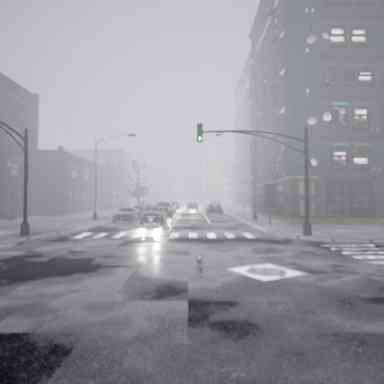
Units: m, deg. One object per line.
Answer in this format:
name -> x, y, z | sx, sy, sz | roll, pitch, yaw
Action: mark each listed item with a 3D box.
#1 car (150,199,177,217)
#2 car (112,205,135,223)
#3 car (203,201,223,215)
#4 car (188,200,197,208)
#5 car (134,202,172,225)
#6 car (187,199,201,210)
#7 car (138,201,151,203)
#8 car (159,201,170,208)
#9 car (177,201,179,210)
car -> -3.095, 1.837, 36.434 | 2.097, 1.767, 4.553 | 0, -1, 0
car -> -5.752, 1.935, 29.264 | 1.887, 1.381, 4.507 | 1, -1, 0
car -> 2.707, 1.982, 40.695 | 1.967, 1.590, 4.097 | 1, -1, 0
car -> 0.082, 2.376, 67.482 | 1.882, 1.535, 5.008 | 0, -1, 0
car -> -3.097, 1.857, 27.414 | 2.128, 1.511, 4.902 | 0, -1, 0
car -> 0.097, 2.329, 57.516 | 1.994, 1.385, 4.181 | 0, -1, 0
car -> -5.676, 2.010, 34.946 | 1.887, 1.381, 4.507 | 1, -1, 0
car -> -5.675, 2.501, 69.063 | 1.802, 1.307, 4.206 | 1, -1, 0
car -> -3.090, 2.130, 45.426 | 1.812, 1.442, 4.674 | 0, -1, 0
